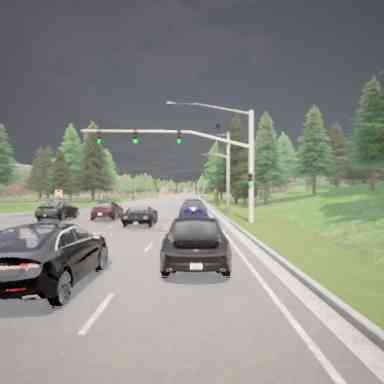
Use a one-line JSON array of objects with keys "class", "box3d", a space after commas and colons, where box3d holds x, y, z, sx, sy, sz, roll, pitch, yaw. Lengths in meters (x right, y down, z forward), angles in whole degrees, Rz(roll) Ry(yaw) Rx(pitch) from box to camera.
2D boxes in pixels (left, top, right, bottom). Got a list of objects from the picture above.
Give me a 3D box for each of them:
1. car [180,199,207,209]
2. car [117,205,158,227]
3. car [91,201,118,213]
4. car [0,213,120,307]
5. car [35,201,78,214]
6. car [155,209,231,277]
[{"class": "car", "box3d": [0.098, 1.325, 26.435, 2.097, 1.767, 4.553, 0, 0, 0]}, {"class": "car", "box3d": [-3.402, 1.578, 22.363, 1.895, 1.301, 4.718, 0, 0, 0]}, {"class": "car", "box3d": [-6.905, 1.498, 27.198, 1.812, 1.442, 4.674, 0, 0, 0]}, {"class": "car", "box3d": [-3.402, 1.483, 7.930, 2.128, 1.511, 4.902, 0, 0, 0]}, {"class": "car", "box3d": [-10.403, 1.465, 25.942, 2.128, 1.511, 4.902, 0, 0, 0]}, {"class": "car", "box3d": [0.097, 1.494, 10.211, 1.837, 1.490, 4.892, 0, 0, 0]}]
